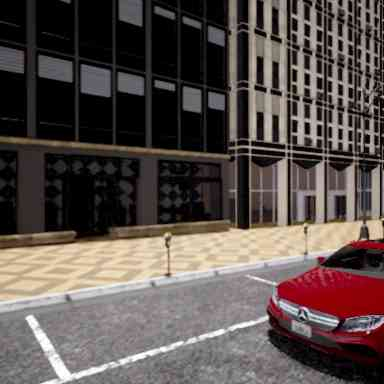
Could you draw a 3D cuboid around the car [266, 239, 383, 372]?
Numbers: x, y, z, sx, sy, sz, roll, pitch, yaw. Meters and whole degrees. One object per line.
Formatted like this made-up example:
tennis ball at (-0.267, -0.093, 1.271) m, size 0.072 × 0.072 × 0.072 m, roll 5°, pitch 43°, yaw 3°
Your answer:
car at (3.359, 1.596, 5.774) m, size 4.674 × 1.442 × 1.812 m, roll 1°, pitch -1°, yaw -35°
